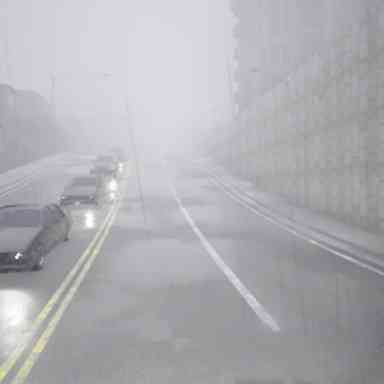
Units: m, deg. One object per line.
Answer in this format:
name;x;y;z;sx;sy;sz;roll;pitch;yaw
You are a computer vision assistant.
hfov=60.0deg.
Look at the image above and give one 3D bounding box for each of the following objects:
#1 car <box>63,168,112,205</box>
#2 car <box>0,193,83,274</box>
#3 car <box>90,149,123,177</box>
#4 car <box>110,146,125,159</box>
car;-6.166;-0.251;19.404;2.033;1.411;5.357;-1;10;-8
car;-4.784;1.065;9.573;2.033;1.411;5.357;-1;5;-8
car;-7.488;-2.422;28.850;2.097;1.767;4.553;-1;13;-8
car;-8.843;-4.500;38.732;1.837;1.490;4.892;0;13;-7
